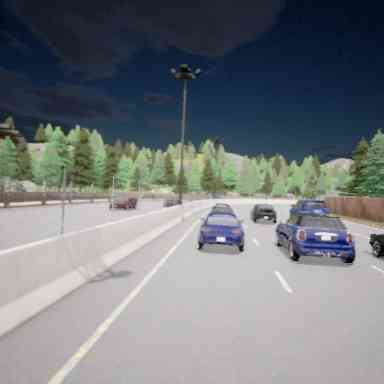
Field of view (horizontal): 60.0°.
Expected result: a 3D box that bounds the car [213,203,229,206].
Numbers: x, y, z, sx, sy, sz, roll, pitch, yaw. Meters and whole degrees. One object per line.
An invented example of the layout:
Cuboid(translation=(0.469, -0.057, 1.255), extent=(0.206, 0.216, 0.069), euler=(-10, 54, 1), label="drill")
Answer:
Cuboid(translation=(2.662, 1.695, 29.390), extent=(1.994, 1.385, 4.181), euler=(3, 0, 5), label="car")

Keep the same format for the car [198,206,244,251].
Cuboid(translation=(1.288, 1.589, 14.569), extent=(1.812, 1.442, 4.674), euler=(3, 0, 5), label="car")

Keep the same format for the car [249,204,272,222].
Cuboid(translation=(6.117, 1.788, 28.740), extent=(1.837, 1.490, 4.892), euler=(3, 0, 5), label="car")

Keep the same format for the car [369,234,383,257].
Cuboid(translation=(8.029, 1.962, 11.539), extent=(1.895, 1.301, 4.718), euler=(3, 0, 6), label="car")

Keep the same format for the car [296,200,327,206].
Cuboid(translation=(9.496, 1.654, 27.198), extent=(2.150, 2.045, 5.566), euler=(3, 0, 5), label="car")

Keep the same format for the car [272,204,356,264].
Cuboid(translation=(4.687, 1.565, 13.228), extent=(2.097, 1.767, 4.553), euler=(3, 0, 5), label="car")
